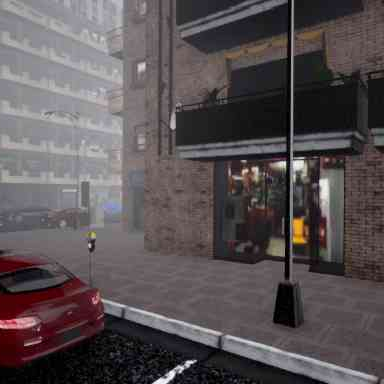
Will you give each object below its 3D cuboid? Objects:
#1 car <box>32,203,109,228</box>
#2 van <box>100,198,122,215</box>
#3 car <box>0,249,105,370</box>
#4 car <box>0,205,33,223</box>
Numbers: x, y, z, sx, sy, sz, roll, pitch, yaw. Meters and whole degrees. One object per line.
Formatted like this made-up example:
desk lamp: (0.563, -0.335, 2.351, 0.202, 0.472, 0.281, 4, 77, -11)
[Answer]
car: (-8.528, 1.756, 23.737, 1.887, 1.381, 4.507, 0, -1, 36)
van: (-8.710, 1.606, 37.856, 1.690, 1.788, 3.998, 0, -1, 36)
car: (-3.143, 1.582, 5.243, 4.206, 1.307, 1.802, 0, 0, 36)
car: (-13.313, 1.727, 27.012, 1.994, 1.385, 4.181, 1, 0, 36)
